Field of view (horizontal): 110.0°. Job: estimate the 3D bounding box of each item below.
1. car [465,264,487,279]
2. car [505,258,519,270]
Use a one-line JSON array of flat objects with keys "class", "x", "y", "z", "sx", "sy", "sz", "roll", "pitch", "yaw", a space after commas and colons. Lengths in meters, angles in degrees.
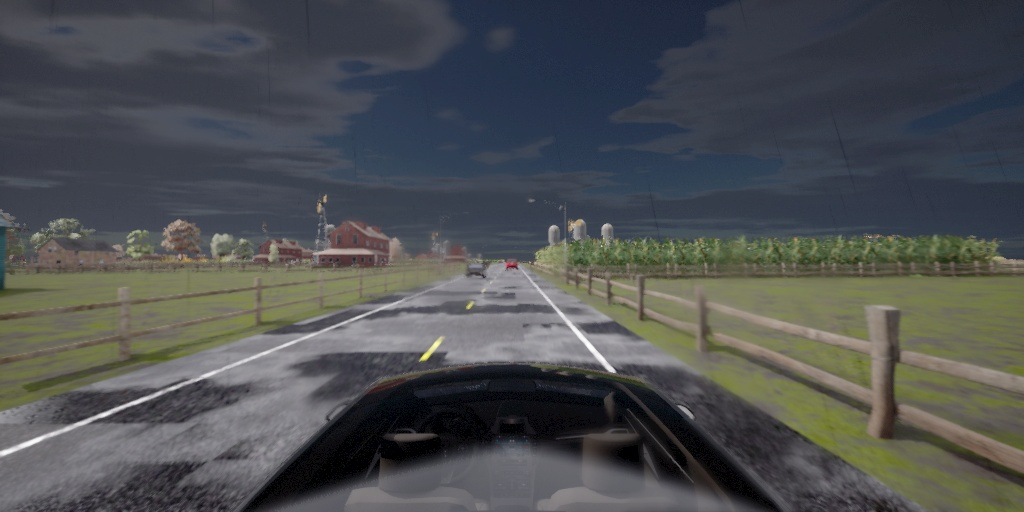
[{"class": "car", "x": -3.502, "y": 1.483, "z": 36.263, "sx": 2.033, "sy": 1.411, "sz": 5.357, "roll": 0, "pitch": 0, "yaw": 0}, {"class": "car", "x": 0.000, "y": 1.469, "z": 64.672, "sx": 2.150, "sy": 2.045, "sz": 5.566, "roll": 0, "pitch": 0, "yaw": 0}]
